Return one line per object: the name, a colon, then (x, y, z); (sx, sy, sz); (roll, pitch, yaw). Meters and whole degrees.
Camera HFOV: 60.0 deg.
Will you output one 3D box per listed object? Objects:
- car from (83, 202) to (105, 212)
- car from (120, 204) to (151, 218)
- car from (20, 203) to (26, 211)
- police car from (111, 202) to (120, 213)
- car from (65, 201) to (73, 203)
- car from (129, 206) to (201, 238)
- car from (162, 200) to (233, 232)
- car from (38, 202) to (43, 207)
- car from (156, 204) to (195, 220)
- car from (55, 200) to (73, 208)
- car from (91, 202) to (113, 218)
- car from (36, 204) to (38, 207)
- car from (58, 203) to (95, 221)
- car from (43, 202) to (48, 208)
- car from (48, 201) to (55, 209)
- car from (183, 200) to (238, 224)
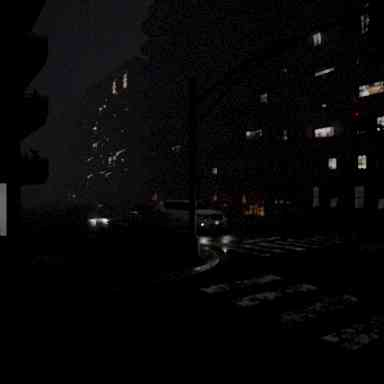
car: (-16.312, 2.424, 55.097); (1.882, 1.535, 5.008); (0, -1, -36)
car: (-5.398, 2.050, 34.869); (1.837, 1.490, 4.892); (0, -1, -36)
car: (-31.786, 2.765, 61.374); (1.887, 1.381, 4.507); (-1, 0, -36)
police car: (-12.272, 2.248, 49.516); (1.930, 1.638, 5.238); (0, -1, -36)
car: (-17.756, 2.470, 51.881); (2.033, 1.411, 5.357); (0, -1, -36)
car: (-1.764, 1.828, 19.970); (1.752, 1.417, 4.829); (-1, 0, -36)
car: (-0.127, 1.532, 22.146); (2.150, 2.045, 5.566); (0, -1, -36)
car: (-35.037, 3.041, 80.078); (1.887, 1.381, 4.507); (-1, 0, -36)
car: (-1.791, 2.036, 34.227); (1.887, 1.381, 4.507); (-2, 0, -36)
car: (-25.069, 2.515, 66.322); (2.192, 1.841, 5.009); (-1, 0, -36)
car: (-11.247, 2.201, 37.493); (2.033, 1.411, 5.357); (0, -1, -36)
car: (-38.356, 3.159, 84.666); (1.947, 1.339, 4.313); (-1, 0, -36)
car: (-11.837, 2.158, 33.863); (1.887, 1.381, 4.507); (-1, 0, -36)
car: (-31.712, 2.964, 75.492); (1.947, 1.339, 4.313); (-1, 0, -36)
car: (-28.394, 2.615, 70.908); (2.192, 1.841, 5.009); (-1, 0, -36)
car: (1.527, 1.704, 29.643); (2.192, 1.841, 5.009); (-2, 0, -36)
